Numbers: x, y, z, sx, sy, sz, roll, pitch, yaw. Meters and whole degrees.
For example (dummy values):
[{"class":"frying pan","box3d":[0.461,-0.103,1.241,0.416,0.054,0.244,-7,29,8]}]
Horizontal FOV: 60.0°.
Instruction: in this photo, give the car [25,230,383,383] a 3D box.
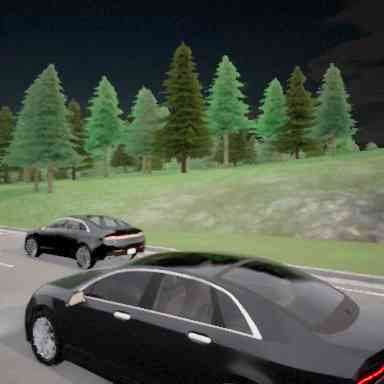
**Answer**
[{"class":"car","box3d":[-0.189,1.511,4.169,4.892,1.490,1.837,0,0,36]}]

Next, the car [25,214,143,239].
[{"class":"car","box3d":[-3.698,1.499,11.087,4.902,1.511,2.128,0,0,37]}]
